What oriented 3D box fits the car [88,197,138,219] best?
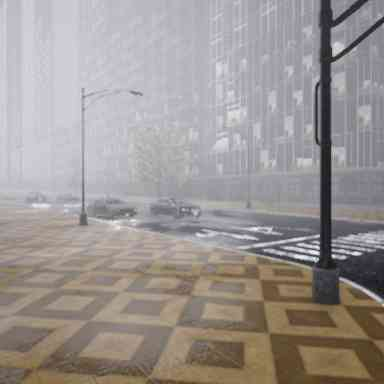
[{"bbox_3d":[-6.036,1.118,24.798,2.033,1.411,5.357,0,1,-38],"label":"car"}]

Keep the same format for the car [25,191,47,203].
[{"bbox_3d":[-20.197,0.641,43.046,2.128,1.511,4.902,0,1,-38],"label":"car"}]

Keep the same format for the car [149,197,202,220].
[{"bbox_3d":[-1.257,1.119,23.972,2.128,1.511,4.902,0,1,-38],"label":"car"}]

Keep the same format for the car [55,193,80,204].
[{"bbox_3d":[-16.180,0.784,43.143,1.895,1.301,4.718,0,1,-37],"label":"car"}]
